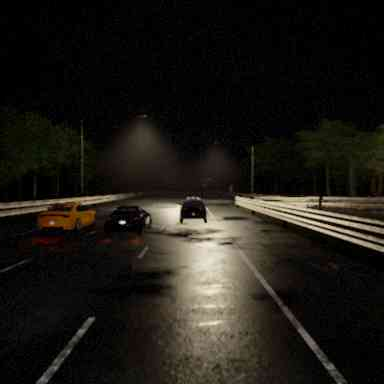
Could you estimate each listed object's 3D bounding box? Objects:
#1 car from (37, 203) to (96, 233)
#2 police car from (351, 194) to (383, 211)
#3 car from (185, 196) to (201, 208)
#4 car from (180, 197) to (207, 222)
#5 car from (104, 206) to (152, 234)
[{"bbox_3d":[-6.898,1.360,18.868,1.882,1.535,5.008,0,0,0],"label":"car"},{"bbox_3d":[17.348,1.004,30.960,1.930,1.638,5.238,0,-1,-30],"label":"police car"},{"bbox_3d":[0.101,1.278,42.051,1.895,1.301,4.718,0,1,0],"label":"car"},{"bbox_3d":[0.103,1.321,24.767,1.882,1.535,5.008,0,0,0],"label":"car"},{"bbox_3d":[-3.402,1.450,18.267,1.994,1.385,4.181,0,0,0],"label":"car"}]
